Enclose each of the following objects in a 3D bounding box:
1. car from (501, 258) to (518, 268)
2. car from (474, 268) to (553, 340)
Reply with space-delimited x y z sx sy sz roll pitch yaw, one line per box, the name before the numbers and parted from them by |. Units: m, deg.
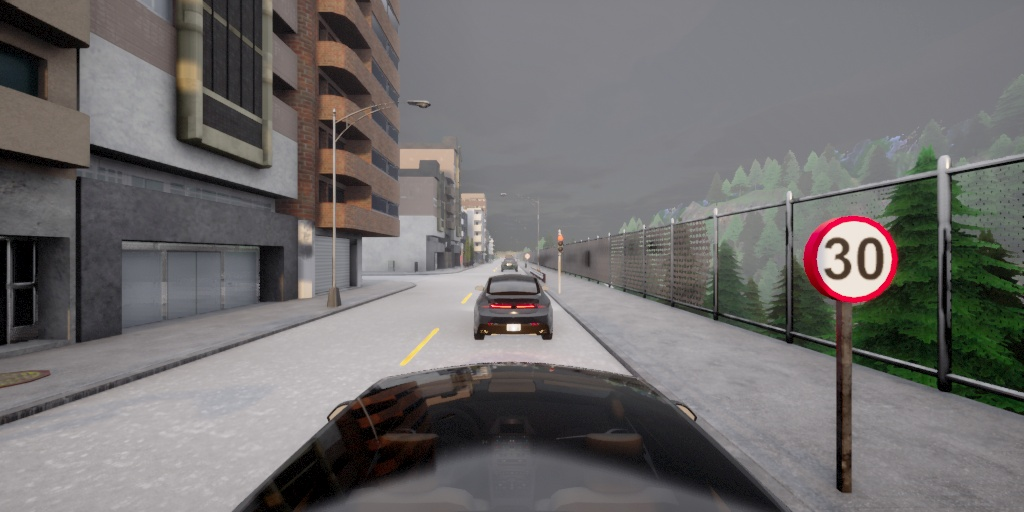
car | -0.332 1.100 46.260 2.097 1.767 4.553 0 0 -1
car | 0.016 1.255 9.945 1.837 1.490 4.892 0 0 0
